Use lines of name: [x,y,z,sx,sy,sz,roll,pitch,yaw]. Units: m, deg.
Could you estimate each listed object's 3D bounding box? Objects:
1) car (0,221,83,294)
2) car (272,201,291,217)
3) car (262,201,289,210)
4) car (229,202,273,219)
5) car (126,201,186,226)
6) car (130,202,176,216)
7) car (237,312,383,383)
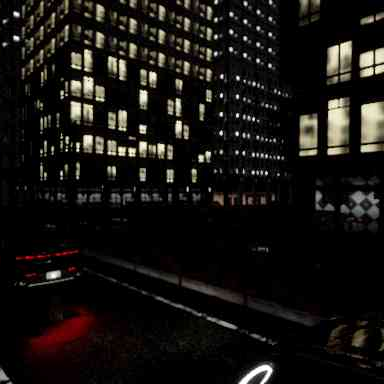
car: [-4.620,1.545,9.047,1.837,1.490,4.892,0,0,-42]
car: [9.925,2.053,37.478,4.206,1.307,1.802,1,0,-41]
car: [12.910,2.042,51.200,4.313,1.339,1.947,1,0,-41]
car: [5.803,1.945,33.882,4.829,1.417,1.752,1,0,-41]
car: [-2.824,1.627,26.357,5.009,1.841,2.192,1,0,-41]
car: [-4.214,1.790,36.265,4.829,1.417,1.752,1,0,-41]
car: [2.279,1.352,1.529,2.097,1.767,4.553,0,0,-42]
